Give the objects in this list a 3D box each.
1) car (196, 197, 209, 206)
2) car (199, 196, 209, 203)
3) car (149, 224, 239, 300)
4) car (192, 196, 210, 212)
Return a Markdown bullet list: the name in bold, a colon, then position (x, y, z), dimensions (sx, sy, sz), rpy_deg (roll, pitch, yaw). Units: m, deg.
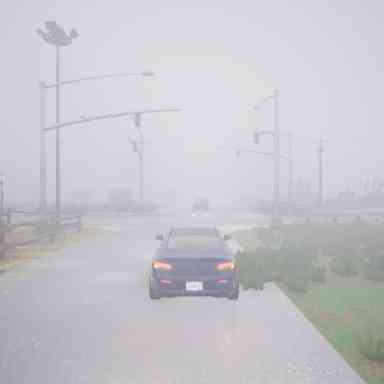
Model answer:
- **car**: position (1.811, 1.510, 54.913), dimensions (2.033, 1.411, 5.357), rpy_deg (0, 0, 3)
- **car**: position (2.572, 1.502, 69.409), dimensions (2.033, 1.411, 5.357), rpy_deg (0, 0, 3)
- **car**: position (0.044, 1.525, 8.271), dimensions (1.812, 1.442, 4.674), rpy_deg (0, 0, 0)
- **car**: position (1.035, 1.441, 38.434), dimensions (1.882, 1.535, 5.008), rpy_deg (0, 0, 3)
